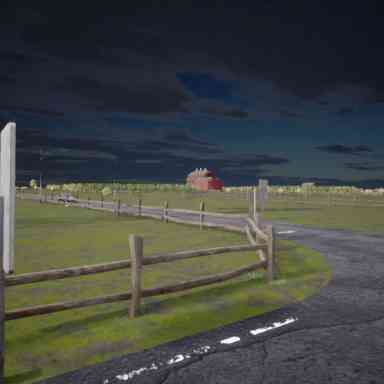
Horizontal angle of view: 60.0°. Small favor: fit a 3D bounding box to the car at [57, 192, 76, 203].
[{"bbox_3d":[-18.849,0.828,49.809,2.128,1.511,4.902,1,0,-36],"label":"car"}]
